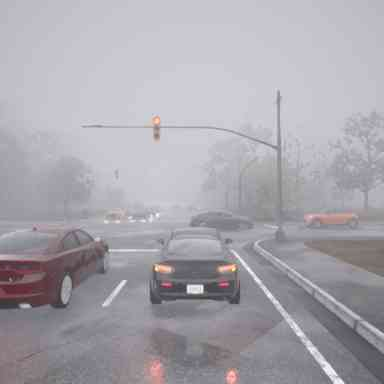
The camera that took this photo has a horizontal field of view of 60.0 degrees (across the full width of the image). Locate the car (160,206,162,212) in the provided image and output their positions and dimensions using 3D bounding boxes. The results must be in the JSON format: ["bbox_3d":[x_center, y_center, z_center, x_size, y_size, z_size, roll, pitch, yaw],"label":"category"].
[{"bbox_3d":[-7.150,3.298,66.660,2.128,1.511,4.902,0,0,0],"label":"car"}]

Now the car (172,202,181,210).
[{"bbox_3d":[-3.649,3.342,76.936,1.895,1.301,4.718,0,0,0],"label":"car"}]

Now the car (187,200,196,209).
[{"bbox_3d":[-0.149,3.290,77.237,1.994,1.385,4.181,0,0,0],"label":"car"}]

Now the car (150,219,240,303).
[{"bbox_3d":[0.065,1.604,8.225,1.812,1.442,4.674,0,-1,0],"label":"car"}]

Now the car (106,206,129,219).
[{"bbox_3d":[-10.688,3.023,46.997,1.882,1.535,5.008,0,-2,0],"label":"car"}]

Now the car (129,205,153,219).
[{"bbox_3d":[-7.177,3.027,47.133,1.882,1.535,5.008,0,-2,1],"label":"car"}]

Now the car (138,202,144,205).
[{"bbox_3d":[-10.650,3.027,66.516,2.150,2.045,5.566,0,0,0],"label":"car"}]

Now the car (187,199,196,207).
[{"bbox_3d":[-0.260,2.878,86.972,2.097,1.767,4.553,0,0,-4],"label":"car"}]

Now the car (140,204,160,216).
[{"bbox_3d":[-7.194,3.245,56.603,2.128,1.511,4.902,0,-1,0],"label":"car"}]

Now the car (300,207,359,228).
[{"bbox_3d":[11.754,2.158,28.625,4.553,1.767,2.097,0,-2,-2],"label":"car"}]

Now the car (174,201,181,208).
[{"bbox_3d":[-3.769,3.211,86.847,1.812,1.442,4.674,0,0,-4],"label":"car"}]

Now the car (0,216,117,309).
[{"bbox_3d":[-3.433,1.554,8.081,1.882,1.535,5.008,0,-1,0],"label":"car"}]

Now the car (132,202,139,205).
[{"bbox_3d":[-10.692,3.095,55.856,2.097,1.767,4.553,0,-1,0],"label":"car"}]

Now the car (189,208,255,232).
[{"bbox_3d":[2.243,2.148,24.863,4.892,1.490,1.837,0,-2,1],"label":"car"}]
